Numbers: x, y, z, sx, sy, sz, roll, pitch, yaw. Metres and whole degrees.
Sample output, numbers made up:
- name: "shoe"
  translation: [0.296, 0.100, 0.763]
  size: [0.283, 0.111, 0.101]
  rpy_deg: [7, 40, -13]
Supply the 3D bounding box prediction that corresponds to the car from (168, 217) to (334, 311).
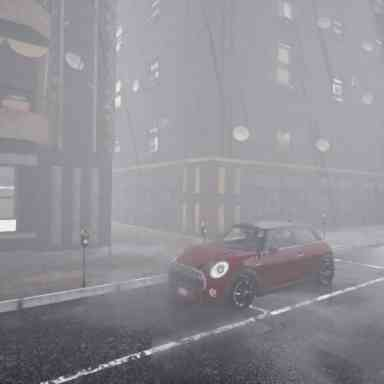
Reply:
- name: "car"
  translation: [1.446, 1.442, 7.734]
  size: [4.097, 1.590, 1.967]
  rpy_deg: [0, 1, -35]
